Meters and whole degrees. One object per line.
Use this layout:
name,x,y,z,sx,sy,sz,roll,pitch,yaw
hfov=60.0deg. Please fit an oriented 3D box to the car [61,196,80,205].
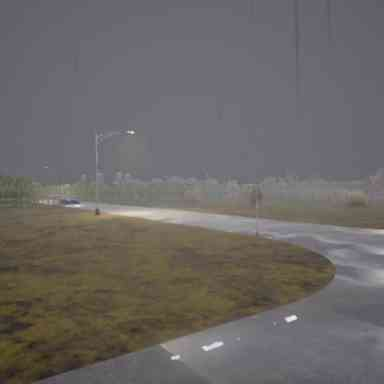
car,-18.434,1.231,50.103,1.994,1.385,4.181,-2,1,-35
